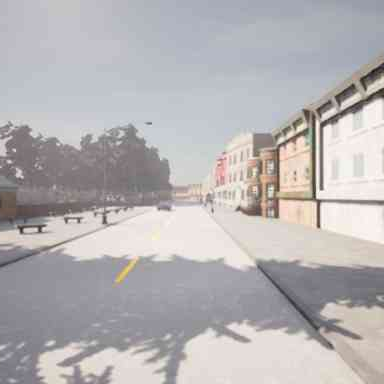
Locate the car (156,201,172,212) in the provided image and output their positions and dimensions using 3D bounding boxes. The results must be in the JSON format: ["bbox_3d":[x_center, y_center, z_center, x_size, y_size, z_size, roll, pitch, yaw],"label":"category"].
[{"bbox_3d":[-4.042,2.077,48.811,1.812,1.442,4.674,0,-1,0],"label":"car"}]
